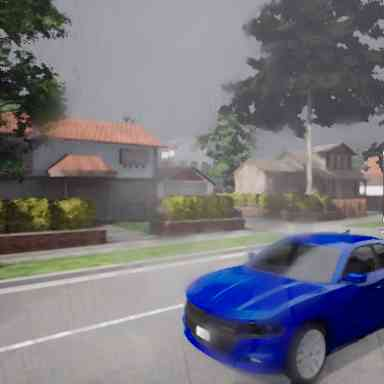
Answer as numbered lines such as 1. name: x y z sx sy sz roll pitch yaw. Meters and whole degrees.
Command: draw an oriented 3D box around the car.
1. car: 2.165 1.455 5.546 5.008 1.535 1.882 0 0 -36
